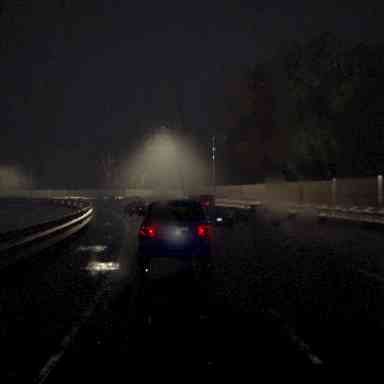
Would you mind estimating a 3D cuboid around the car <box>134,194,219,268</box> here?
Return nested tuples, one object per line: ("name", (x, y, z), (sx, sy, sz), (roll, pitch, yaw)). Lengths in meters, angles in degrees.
("car", (-0.709, 1.238, 11.650), (2.150, 2.045, 5.566), (0, 0, -6))

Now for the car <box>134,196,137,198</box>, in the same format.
("car", (-9.836, 1.678, 61.873), (1.994, 1.385, 4.181), (0, 0, -22))

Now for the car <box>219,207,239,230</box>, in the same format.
("car", (1.187, 1.582, 21.275), (1.994, 1.385, 4.181), (0, 0, -12))

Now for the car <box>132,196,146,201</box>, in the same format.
("car", (-13.835, 1.756, 86.918), (1.895, 1.301, 4.718), (0, 0, 11))

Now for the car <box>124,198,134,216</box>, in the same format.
("car", (-5.586, 1.610, 33.183), (2.033, 1.411, 5.357), (0, 0, -19))

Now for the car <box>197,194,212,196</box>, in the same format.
("car", (0.716, 1.258, 36.256), (2.150, 2.045, 5.566), (0, 0, -19))

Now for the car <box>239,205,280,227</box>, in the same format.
("car", (4.338, 1.570, 22.863), (1.994, 1.385, 4.181), (0, 0, -13))
